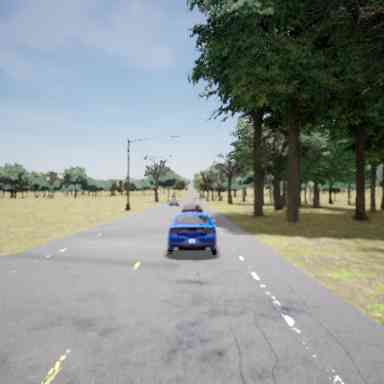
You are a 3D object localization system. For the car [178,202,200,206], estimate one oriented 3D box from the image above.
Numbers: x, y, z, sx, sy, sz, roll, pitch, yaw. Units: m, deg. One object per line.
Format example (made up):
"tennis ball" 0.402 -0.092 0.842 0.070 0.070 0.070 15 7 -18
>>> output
"car" 0.024 1.747 29.249 1.882 1.535 5.008 0 0 0

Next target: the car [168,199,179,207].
"car" -3.521 2.168 64.527 1.812 1.442 4.674 0 -1 1

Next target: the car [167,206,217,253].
"car" 0.024 1.605 14.260 1.882 1.535 5.008 0 0 0
